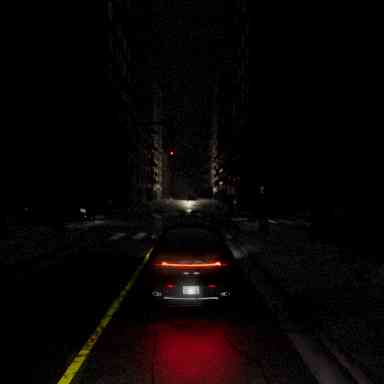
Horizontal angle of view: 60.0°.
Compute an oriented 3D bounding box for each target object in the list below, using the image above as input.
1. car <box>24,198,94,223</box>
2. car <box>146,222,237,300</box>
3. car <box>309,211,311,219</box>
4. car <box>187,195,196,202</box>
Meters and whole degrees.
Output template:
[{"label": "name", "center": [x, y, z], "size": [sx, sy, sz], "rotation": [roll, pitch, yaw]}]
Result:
[{"label": "car", "center": [-9.527, 1.263, 24.092], "size": [4.553, 1.767, 2.097], "rotation": [1, 0, -1]}, {"label": "car", "center": [-0.017, 1.506, 8.357], "size": [1.837, 1.490, 4.892], "rotation": [0, 0, 0]}, {"label": "car", "center": [12.298, 1.722, 27.511], "size": [5.008, 1.535, 1.882], "rotation": [1, 0, -1]}, {"label": "car", "center": [-0.174, 1.492, 82.408], "size": [2.097, 1.767, 4.553], "rotation": [0, 0, 0]}]
